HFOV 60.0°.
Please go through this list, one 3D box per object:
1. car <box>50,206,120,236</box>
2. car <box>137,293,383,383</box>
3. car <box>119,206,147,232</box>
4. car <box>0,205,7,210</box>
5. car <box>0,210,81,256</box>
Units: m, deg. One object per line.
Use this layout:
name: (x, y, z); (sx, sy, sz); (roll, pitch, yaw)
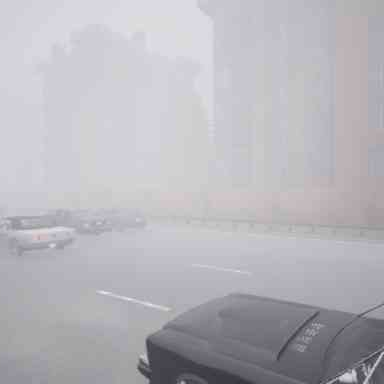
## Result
car: (-6.438, 1.548, 17.195); (5.357, 1.411, 2.033); (0, 0, 36)
car: (1.800, 1.600, 2.709); (4.718, 1.301, 1.895); (0, 0, 36)
car: (-4.734, 1.564, 20.279); (4.181, 1.385, 1.994); (0, 0, 36)
car: (-18.627, 1.563, 30.201); (4.181, 1.385, 1.994); (0, 0, 36)
car: (-6.758, 1.601, 13.122); (4.718, 1.301, 1.895); (0, 0, 36)
